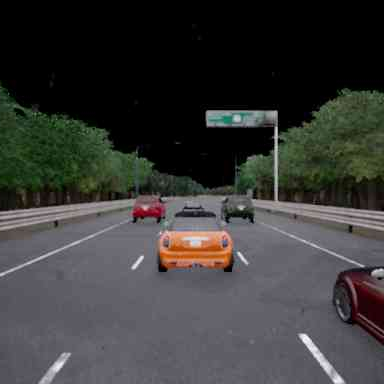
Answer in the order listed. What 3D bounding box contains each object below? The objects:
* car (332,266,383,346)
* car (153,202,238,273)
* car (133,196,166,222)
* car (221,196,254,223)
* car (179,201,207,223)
[{"bbox_3d":[3.595,1.580,4.518,1.994,1.385,4.181,0,0,0],"label":"car"},{"bbox_3d":[0.097,1.391,10.944,2.097,1.767,4.553,0,0,0],"label":"car"},{"bbox_3d":[-3.394,1.325,27.085,2.150,2.045,5.566,0,0,0],"label":"car"},{"bbox_3d":[3.595,1.324,26.946,2.150,2.045,5.566,0,0,0],"label":"car"},{"bbox_3d":[0.095,1.598,27.860,2.128,1.511,4.902,0,0,0],"label":"car"}]
